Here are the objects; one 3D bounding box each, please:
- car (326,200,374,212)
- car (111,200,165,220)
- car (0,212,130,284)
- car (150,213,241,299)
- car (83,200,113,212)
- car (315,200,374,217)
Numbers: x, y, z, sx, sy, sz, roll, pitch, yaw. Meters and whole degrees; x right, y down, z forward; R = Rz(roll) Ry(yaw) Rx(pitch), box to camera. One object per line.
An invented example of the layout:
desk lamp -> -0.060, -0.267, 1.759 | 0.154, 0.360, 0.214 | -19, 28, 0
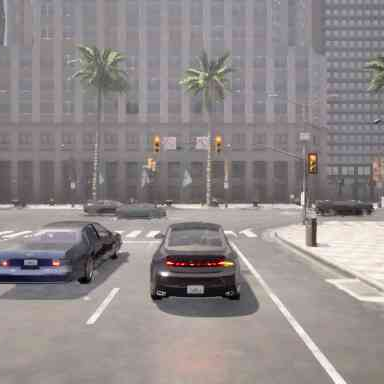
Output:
car -> 18.215, 1.605, 38.481 | 4.718, 1.301, 1.895 | 0, 0, 0
car -> -4.279, 1.567, 27.840 | 4.181, 1.385, 1.994 | 0, 0, 0
car -> -3.422, 1.548, 9.596 | 2.033, 1.411, 5.357 | 0, 0, 0
car -> 0.074, 1.506, 8.402 | 1.837, 1.490, 4.892 | 0, 0, 0
car -> -7.715, 1.495, 31.346 | 4.902, 1.511, 2.128 | 0, 0, 0
car -> 14.208, 1.481, 31.293 | 5.008, 1.535, 1.882 | 0, 0, 0
